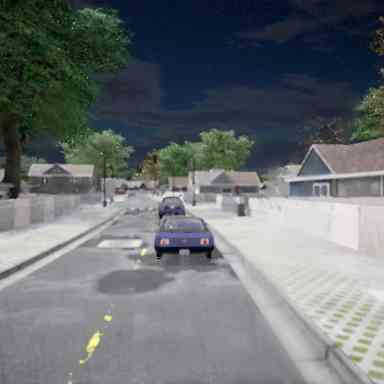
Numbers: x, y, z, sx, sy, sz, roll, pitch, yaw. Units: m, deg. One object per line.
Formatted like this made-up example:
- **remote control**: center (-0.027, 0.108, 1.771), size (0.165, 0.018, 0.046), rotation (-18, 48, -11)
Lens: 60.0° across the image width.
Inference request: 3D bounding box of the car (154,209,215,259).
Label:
- **car**: center (-0.335, 1.514, 12.257), size (1.895, 1.301, 4.718), rotation (0, 0, -3)

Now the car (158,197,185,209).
- **car**: center (-1.753, 1.161, 27.817), size (2.097, 1.767, 4.553), rotation (0, 0, -7)
